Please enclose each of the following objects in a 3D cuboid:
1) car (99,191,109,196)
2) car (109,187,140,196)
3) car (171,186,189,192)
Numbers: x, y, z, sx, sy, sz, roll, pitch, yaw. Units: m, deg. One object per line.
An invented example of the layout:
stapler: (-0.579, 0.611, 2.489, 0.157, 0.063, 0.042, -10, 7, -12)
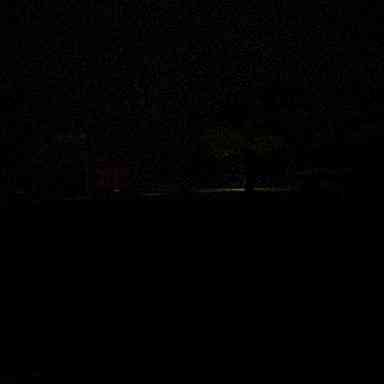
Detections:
car: (-13.699, 0.046, 57.707, 1.895, 1.301, 4.718, 0, 2, 36)
car: (-11.007, -0.084, 56.614, 2.128, 1.511, 4.902, 0, 2, 36)
car: (-2.404, -0.521, 68.721, 1.994, 1.385, 4.181, 0, 2, 35)
